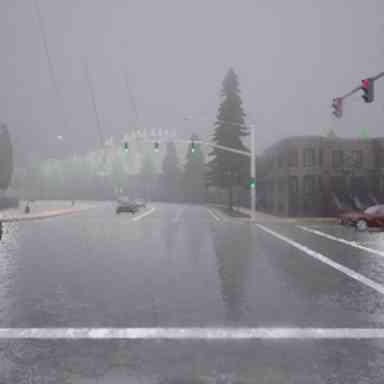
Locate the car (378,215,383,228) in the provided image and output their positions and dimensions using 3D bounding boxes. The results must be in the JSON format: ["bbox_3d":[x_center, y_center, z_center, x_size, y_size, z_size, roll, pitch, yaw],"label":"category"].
[{"bbox_3d":[8.485,1.519,9.737,4.892,1.490,1.837,0,-3,-4],"label":"car"}]

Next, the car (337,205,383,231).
[{"bbox_3d":[11.474,1.506,20.213,5.008,1.535,1.882,0,0,0],"label":"car"}]

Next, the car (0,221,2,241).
[{"bbox_3d":[-10.167,1.498,14.270,5.008,1.535,1.882,0,-1,33],"label":"car"}]

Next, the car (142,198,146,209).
[{"bbox_3d":[-7.449,1.556,46.955,2.128,1.511,4.902,0,0,-9],"label":"car"}]

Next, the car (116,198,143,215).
[{"bbox_3d":[-6.755,1.651,35.404,1.895,1.301,4.718,0,0,-1],"label":"car"}]

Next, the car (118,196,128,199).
[{"bbox_3d":[-12.783,1.592,62.635,1.837,1.490,4.892,0,0,-29],"label":"car"}]
